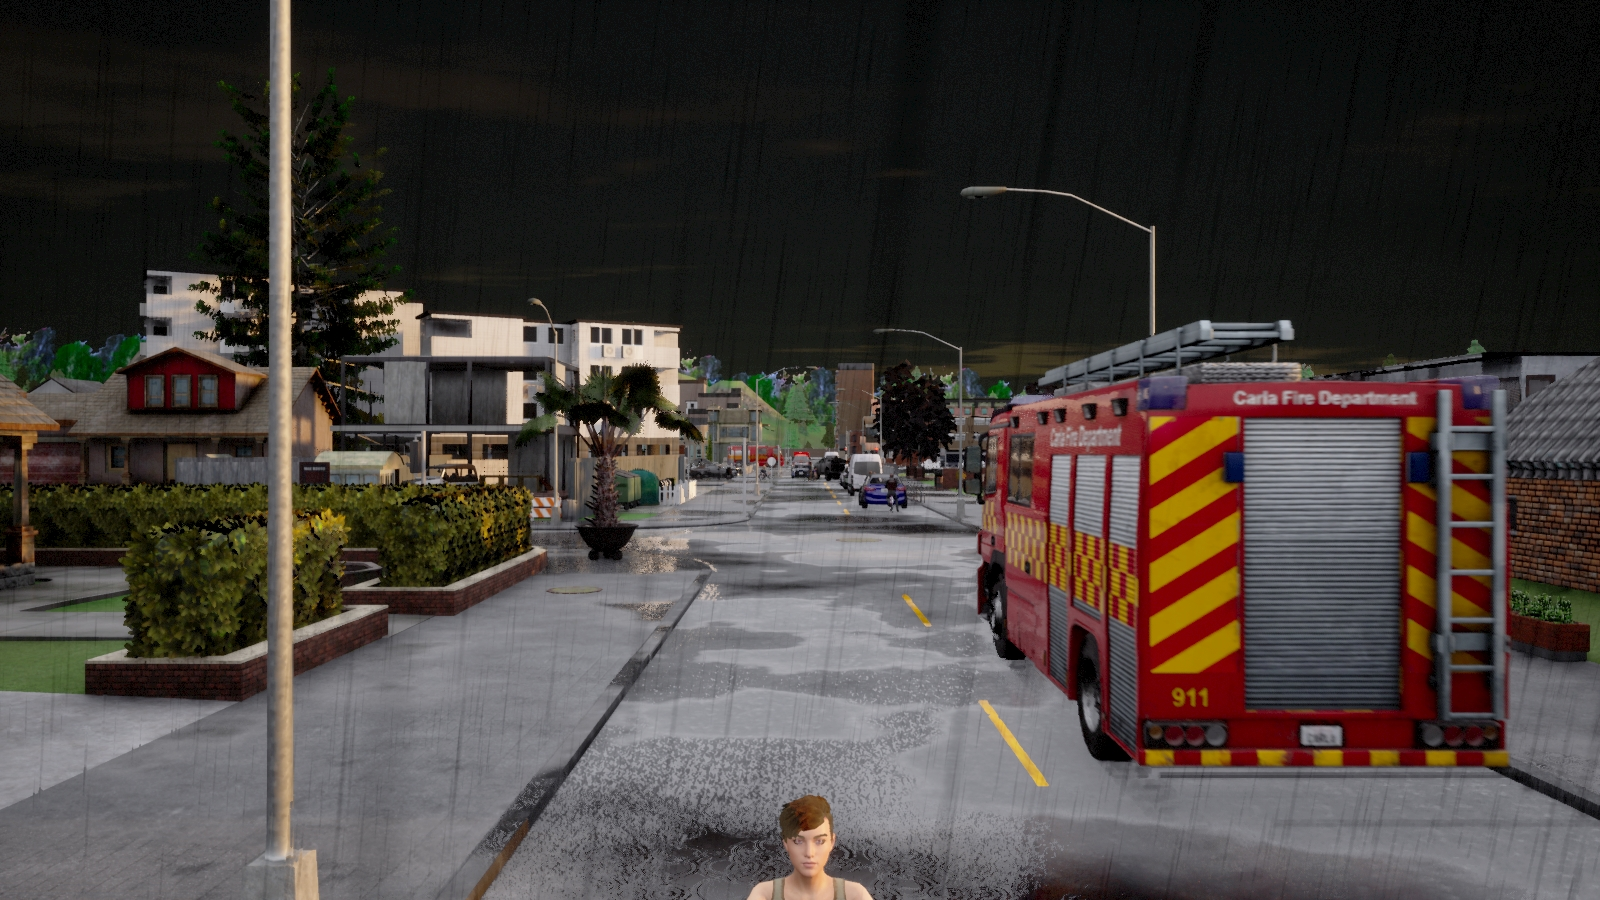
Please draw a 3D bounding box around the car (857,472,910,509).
[{"bbox_3d":[4.046,1.967,56.171,2.242,1.667,4.611,0,0,0],"label":"car"}]

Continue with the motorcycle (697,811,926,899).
[{"bbox_3d":[0.039,2.155,3.558,0.764,1.307,2.356,0,0,0],"label":"motorcycle"}]

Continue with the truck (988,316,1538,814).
[{"bbox_3d":[4.258,0.890,13.028,2.891,3.827,8.468,0,0,0],"label":"truck"}]

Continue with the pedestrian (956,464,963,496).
[{"bbox_3d":[9.279,1.744,66.422,0.375,1.860,0.375,0,0,-1],"label":"pedestrian"}]

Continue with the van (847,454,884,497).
[{"bbox_3d":[4.045,1.534,71.355,1.988,2.561,5.915,0,0,0],"label":"van"}]

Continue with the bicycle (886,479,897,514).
[{"bbox_3d":[4.077,2.060,50.936,0.329,1.471,1.835,0,0,0],"label":"bicycle"}]
